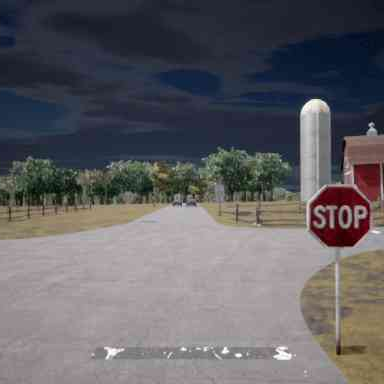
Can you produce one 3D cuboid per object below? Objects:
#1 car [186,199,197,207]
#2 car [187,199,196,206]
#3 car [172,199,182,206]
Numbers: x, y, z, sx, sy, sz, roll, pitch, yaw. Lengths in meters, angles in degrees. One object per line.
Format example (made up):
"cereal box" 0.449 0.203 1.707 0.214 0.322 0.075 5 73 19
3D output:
"car" -0.097 1.979 60.773 1.837 1.490 4.892 0 -1 0
"car" -0.113 2.161 71.202 1.994 1.385 4.181 0 -1 0
"car" -2.854 2.093 65.377 2.033 1.411 5.357 0 -1 0
